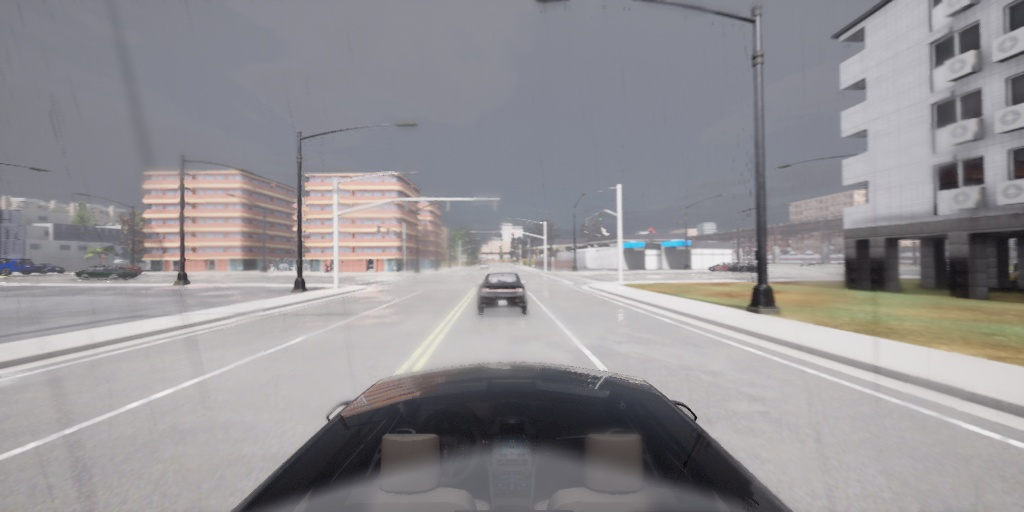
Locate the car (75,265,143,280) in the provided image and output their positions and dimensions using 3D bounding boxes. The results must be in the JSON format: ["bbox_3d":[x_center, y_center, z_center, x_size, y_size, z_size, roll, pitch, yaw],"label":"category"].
[{"bbox_3d":[-42.342,1.871,37.578,4.718,1.301,1.895,0,-1,-1],"label":"car"}]

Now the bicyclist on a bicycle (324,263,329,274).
[{"bbox_3d":[-28.104,1.875,54.317,0.582,1.620,1.656,0,0,-1],"label":"bicyclist on a bicycle"}]

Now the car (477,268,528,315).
[{"bbox_3d":[-0.381,1.417,14.580,2.128,1.511,4.902,-1,-1,-2],"label":"car"}]

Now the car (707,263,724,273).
[{"bbox_3d":[29.617,1.610,50.272,4.181,1.385,1.994,0,-1,-16],"label":"car"}]

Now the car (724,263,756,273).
[{"bbox_3d":[30.753,1.588,46.905,4.718,1.301,1.895,0,-1,-16],"label":"car"}]
